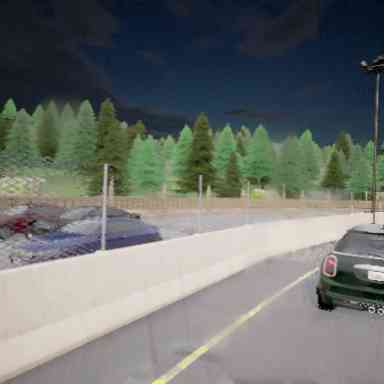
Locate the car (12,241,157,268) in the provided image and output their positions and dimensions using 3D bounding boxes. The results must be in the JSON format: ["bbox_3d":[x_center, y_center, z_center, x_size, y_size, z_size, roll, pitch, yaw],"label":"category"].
[{"bbox_3d":[-2.775,1.403,9.721,1.812,1.442,4.674,2,0,34],"label":"car"}]

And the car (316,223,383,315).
[{"bbox_3d":[4.351,1.482,7.379,2.097,1.767,4.553,2,0,34],"label":"car"}]
